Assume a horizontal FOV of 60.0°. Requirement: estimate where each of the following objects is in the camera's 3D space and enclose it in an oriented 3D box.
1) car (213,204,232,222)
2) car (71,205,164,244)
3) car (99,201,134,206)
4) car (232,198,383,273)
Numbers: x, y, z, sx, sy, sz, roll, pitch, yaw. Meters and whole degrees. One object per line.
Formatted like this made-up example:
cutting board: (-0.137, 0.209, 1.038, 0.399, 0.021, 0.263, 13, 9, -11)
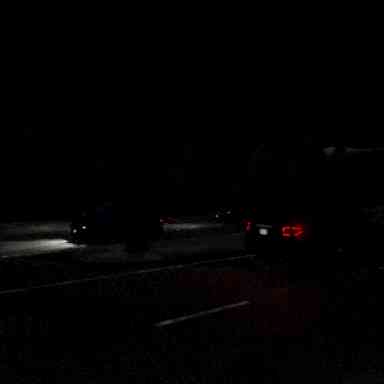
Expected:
car: (3.776, 1.432, 24.595, 4.902, 1.511, 2.128, 0, 0, -34)
car: (-3.414, 1.510, 15.545, 4.181, 1.385, 1.994, 0, 0, -34)
car: (-5.453, 1.399, 22.616, 5.008, 1.535, 1.882, 0, 0, -34)
car: (4.207, 1.200, 10.806, 5.566, 2.045, 2.150, 0, 0, -34)
